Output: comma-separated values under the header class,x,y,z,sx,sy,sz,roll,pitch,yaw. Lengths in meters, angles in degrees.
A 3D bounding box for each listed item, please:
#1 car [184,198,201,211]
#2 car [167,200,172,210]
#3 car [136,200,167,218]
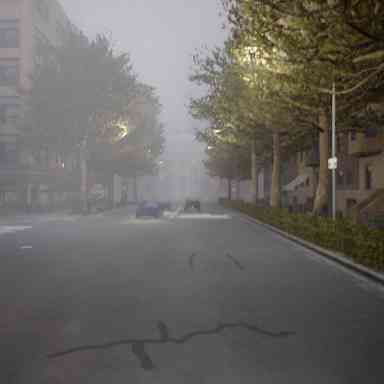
class,x,y,z,sx,sy,sz,roll,pitch,yaw
car,0.054,1.501,41.470,1.837,1.490,4.892,0,0,0
car,-3.621,1.597,41.600,1.895,1.301,4.718,0,0,0
car,-3.723,1.475,29.926,1.882,1.535,5.008,0,0,3
